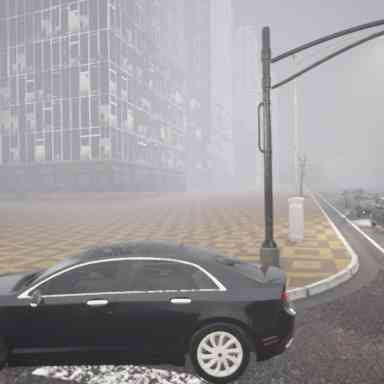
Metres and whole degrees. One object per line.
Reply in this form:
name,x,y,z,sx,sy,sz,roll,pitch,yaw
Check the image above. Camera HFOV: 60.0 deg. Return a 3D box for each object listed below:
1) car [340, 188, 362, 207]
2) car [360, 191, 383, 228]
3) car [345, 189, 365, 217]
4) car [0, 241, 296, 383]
car,13.077,0.455,26.757,2.128,1.511,4.902,-1,2,18
car,9.030,0.929,14.400,2.128,1.511,4.902,-1,2,18
car,11.081,0.761,20.694,1.994,1.385,4.181,-1,2,17
car,-1.062,1.505,4.767,4.892,1.490,1.837,0,0,0
